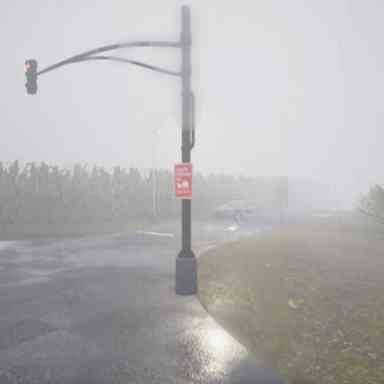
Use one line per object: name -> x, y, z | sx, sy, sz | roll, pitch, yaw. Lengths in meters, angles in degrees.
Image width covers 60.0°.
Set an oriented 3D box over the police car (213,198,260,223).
police car -> 3.393, 1.311, 24.922 | 1.930, 1.638, 5.238 | 0, 0, 35
